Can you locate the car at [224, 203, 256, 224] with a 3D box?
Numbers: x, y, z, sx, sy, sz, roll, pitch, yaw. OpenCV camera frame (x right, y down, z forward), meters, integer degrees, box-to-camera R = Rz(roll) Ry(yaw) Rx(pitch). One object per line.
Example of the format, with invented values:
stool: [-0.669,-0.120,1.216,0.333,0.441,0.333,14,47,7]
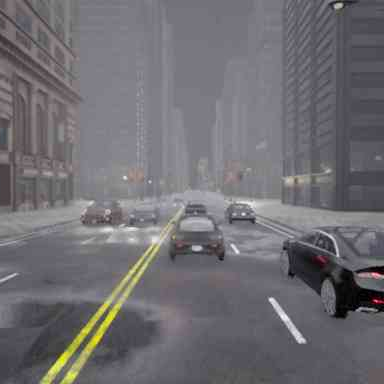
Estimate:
car: [3.514,1.563,24.927,2.033,1.411,5.357,0,0,1]

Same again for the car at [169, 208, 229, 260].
car: [0.173,1.532,12.419,1.812,1.442,4.674,0,0,1]

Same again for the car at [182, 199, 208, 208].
car: [0.309,1.520,29.904,1.837,1.490,4.892,0,0,1]

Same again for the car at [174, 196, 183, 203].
car: [-2.747,1.554,68.558,1.812,1.442,4.674,0,0,0]

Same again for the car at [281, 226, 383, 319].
car: [3.368,1.498,7.351,2.128,1.511,4.902,0,0,1]

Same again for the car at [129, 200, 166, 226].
car: [-3.183,1.535,23.623,1.812,1.442,4.674,0,0,0]

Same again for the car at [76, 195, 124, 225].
car: [-6.428,1.359,24.197,2.097,1.767,4.553,0,0,0]

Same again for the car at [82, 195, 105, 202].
car: [-22.228,1.426,75.208,4.507,1.381,1.887,0,0,0]

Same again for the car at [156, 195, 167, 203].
car: [-6.012,1.403,66.499,1.812,1.442,4.674,0,0,0]
